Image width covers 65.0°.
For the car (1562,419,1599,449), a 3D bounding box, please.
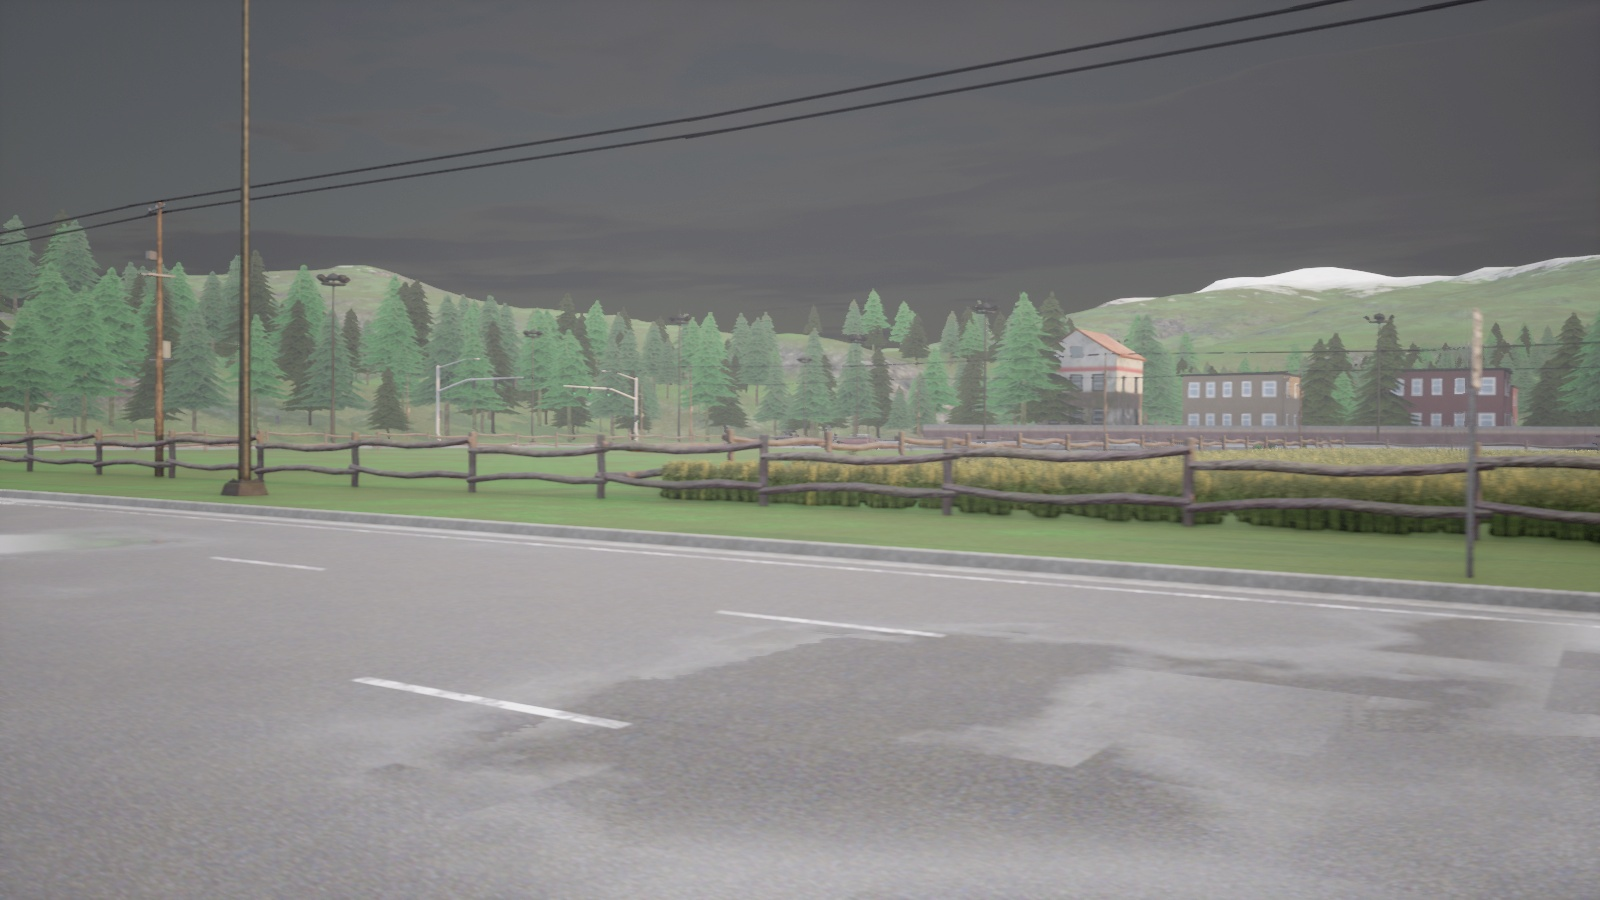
[{"bbox_3d":[51.577,-1.045,81.135,3.866,1.878,1.905,0,1,34],"label":"car"}]
